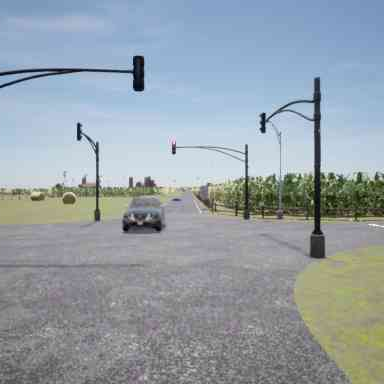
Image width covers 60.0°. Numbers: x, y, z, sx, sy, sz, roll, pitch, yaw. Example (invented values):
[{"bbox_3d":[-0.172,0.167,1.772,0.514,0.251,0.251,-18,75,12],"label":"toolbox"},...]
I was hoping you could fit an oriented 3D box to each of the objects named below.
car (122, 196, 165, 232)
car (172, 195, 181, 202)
[{"bbox_3d":[-2.820,1.298,20.452,2.150,2.045,5.566,0,0,-1],"label":"car"},{"bbox_3d":[-3.458,1.440,73.640,2.033,1.411,5.357,0,0,0],"label":"car"}]
